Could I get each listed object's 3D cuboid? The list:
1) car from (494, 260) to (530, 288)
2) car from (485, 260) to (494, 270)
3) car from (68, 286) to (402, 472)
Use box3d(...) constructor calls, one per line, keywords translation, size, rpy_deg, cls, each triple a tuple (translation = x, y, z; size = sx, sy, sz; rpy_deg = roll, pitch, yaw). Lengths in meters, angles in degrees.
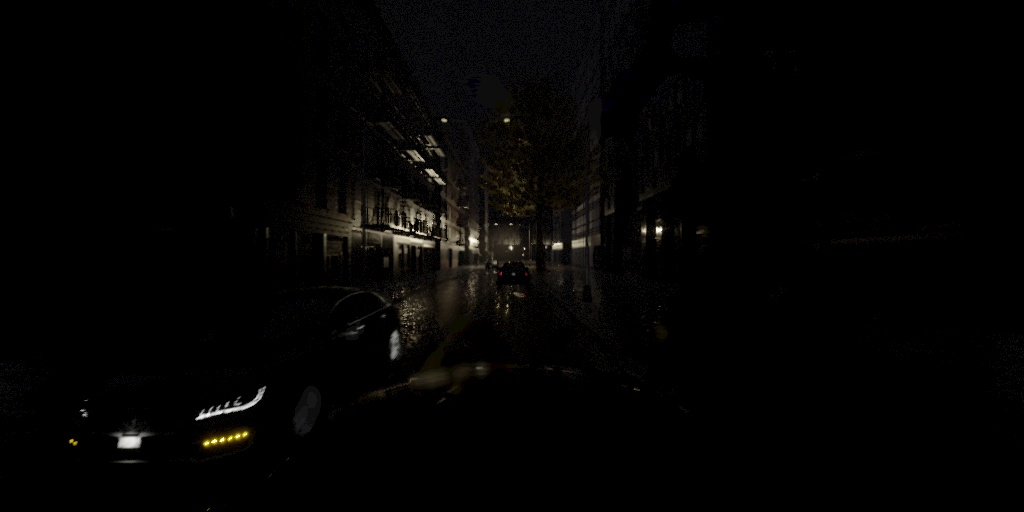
box3d(translation=(0.098, 1.147, 24.208), size=(2.097, 1.767, 4.553), rpy_deg=(0, 0, 0), cls="car")
box3d(translation=(-3.007, 1.296, 54.192), size=(2.128, 1.511, 4.902), rpy_deg=(0, 0, 0), cls="car")
box3d(translation=(-3.100, 1.263, 5.335), size=(1.837, 1.490, 4.892), rpy_deg=(0, 0, 0), cls="car")
